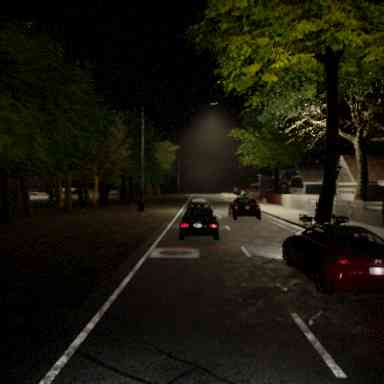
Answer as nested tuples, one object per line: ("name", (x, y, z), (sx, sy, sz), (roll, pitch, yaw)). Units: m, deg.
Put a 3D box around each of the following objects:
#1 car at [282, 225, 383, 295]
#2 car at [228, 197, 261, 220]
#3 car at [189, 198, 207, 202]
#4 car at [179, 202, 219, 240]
("car", (3.749, 1.529, 8.642), (1.994, 1.385, 4.181), (0, 0, 1))
("car", (4.088, 1.160, 26.319), (2.097, 1.767, 4.553), (0, 1, 1))
("car", (0.694, 1.250, 33.126), (2.033, 1.411, 5.357), (0, 1, 1))
("car", (0.378, 1.429, 16.397), (2.033, 1.411, 5.357), (0, 0, 2))
